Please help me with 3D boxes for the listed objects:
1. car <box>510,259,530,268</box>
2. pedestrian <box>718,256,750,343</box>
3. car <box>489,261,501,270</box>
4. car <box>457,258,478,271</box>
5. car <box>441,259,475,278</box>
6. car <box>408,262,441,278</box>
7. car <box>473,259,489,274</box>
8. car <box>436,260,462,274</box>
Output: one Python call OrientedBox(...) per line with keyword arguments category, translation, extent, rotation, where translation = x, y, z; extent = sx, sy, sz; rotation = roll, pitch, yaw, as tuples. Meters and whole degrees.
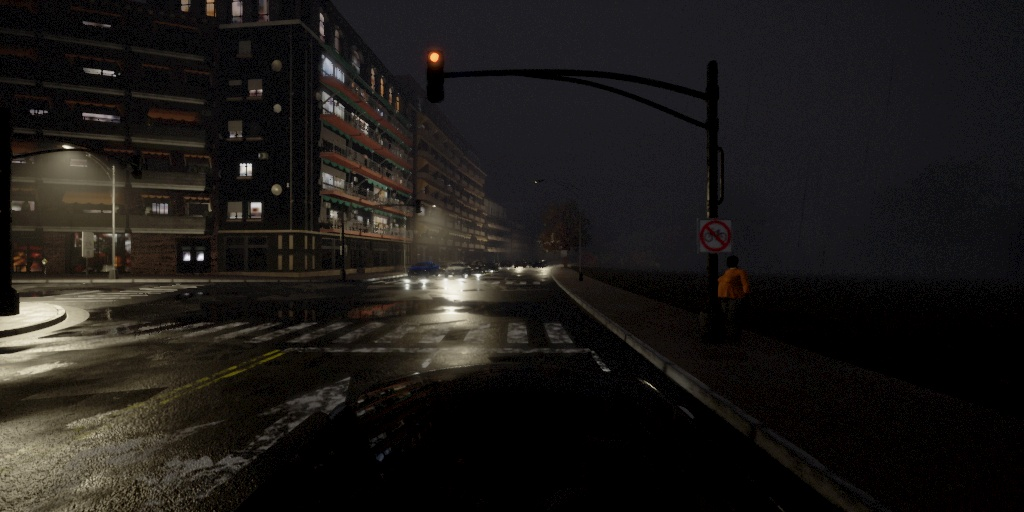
OrientedBox(category="car", translation=(1.528, 1.489, 64.987), extent=(2.033, 1.411, 5.357), rotation=(0, 0, 9))
OrientedBox(category="pedestrian", translation=(4.759, 0.893, 7.708), extent=(0.375, 1.860, 0.375), rotation=(0, 0, 1))
OrientedBox(category="car", translation=(-3.317, 1.448, 53.915), extent=(1.994, 1.385, 4.181), rotation=(0, 0, 8))
OrientedBox(category="car", translation=(-6.580, 1.237, 54.025), extent=(2.097, 1.767, 4.553), rotation=(0, 0, 7))
OrientedBox(category="car", translation=(-5.230, 1.336, 35.142), extent=(1.812, 1.442, 4.674), rotation=(0, 0, 5))
OrientedBox(category="car", translation=(-8.515, 1.287, 34.818), extent=(1.882, 1.535, 5.008), rotation=(0, 0, 4))
OrientedBox(category="car", translation=(-4.437, 1.350, 43.995), extent=(1.837, 1.490, 4.892), rotation=(0, 0, 6))
OrientedBox(category="car", translation=(-7.667, 1.323, 44.350), extent=(1.882, 1.535, 5.008), rotation=(0, 0, 6))
